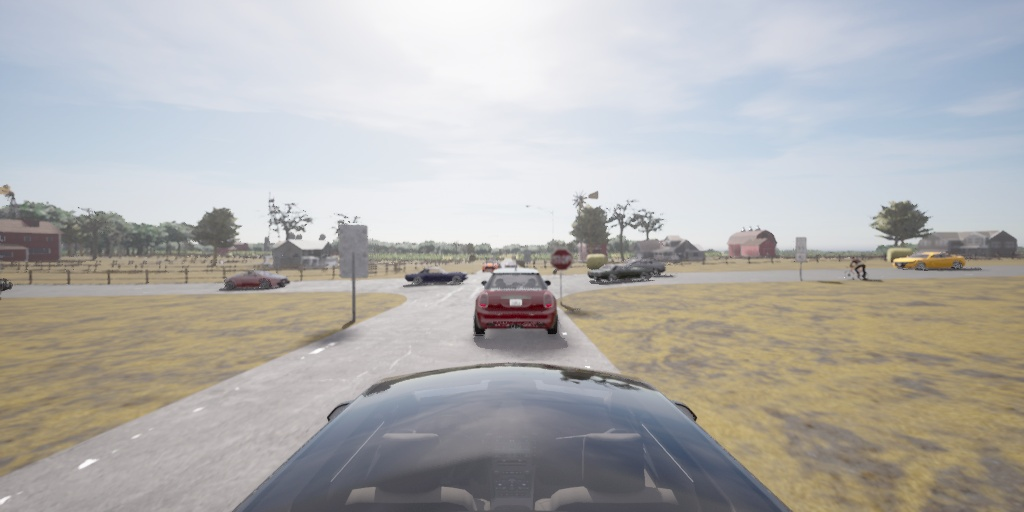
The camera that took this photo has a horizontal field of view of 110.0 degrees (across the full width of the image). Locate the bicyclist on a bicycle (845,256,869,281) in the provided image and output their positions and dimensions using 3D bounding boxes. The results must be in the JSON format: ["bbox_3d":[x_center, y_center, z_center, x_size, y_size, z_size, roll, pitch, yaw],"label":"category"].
[{"bbox_3d":[22.838,0.836,23.798,0.582,1.620,1.656,-1,-1,0],"label":"bicyclist on a bicycle"}]

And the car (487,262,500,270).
[{"bbox_3d":[-3.079,1.617,59.606,1.895,1.301,4.718,0,0,0],"label":"car"}]

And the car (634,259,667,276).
[{"bbox_3d":[10.989,1.035,31.597,4.902,1.511,2.128,-1,1,5],"label":"car"}]

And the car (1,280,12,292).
[{"bbox_3d":[-41.605,2.175,27.582,4.181,1.385,1.994,0,1,0],"label":"car"}]

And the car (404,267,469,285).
[{"bbox_3d":[-5.690,1.537,27.664,4.718,1.301,1.895,-1,0,0],"label":"car"}]

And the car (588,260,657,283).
[{"bbox_3d":[8.241,1.276,27.226,4.718,1.301,1.895,-2,1,-21],"label":"car"}]

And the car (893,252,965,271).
[{"bbox_3d":[36.428,0.440,31.409,5.008,1.535,1.882,-1,1,0],"label":"car"}]

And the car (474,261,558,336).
[{"bbox_3d":[0.122,1.137,10.722,2.097,1.767,4.553,0,0,1],"label":"car"}]

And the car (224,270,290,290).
[{"bbox_3d":[-19.545,1.816,27.613,4.181,1.385,1.994,-1,1,0],"label":"car"}]
